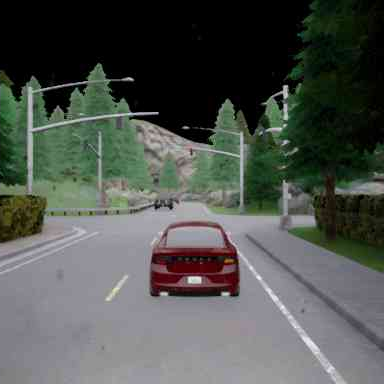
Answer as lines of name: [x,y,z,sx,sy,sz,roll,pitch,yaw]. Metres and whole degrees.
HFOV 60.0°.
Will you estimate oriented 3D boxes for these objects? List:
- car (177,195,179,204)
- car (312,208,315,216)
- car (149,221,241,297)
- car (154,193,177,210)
car: [-3.575,1.220,61.839,2.150,2.045,5.566,0,0,-3]
car: [12.683,1.335,28.281,4.553,1.767,2.097,0,0,0]
car: [0.067,1.477,8.622,1.882,1.535,5.008,0,0,0]
car: [-3.583,1.220,43.480,2.150,2.045,5.566,0,0,0]
